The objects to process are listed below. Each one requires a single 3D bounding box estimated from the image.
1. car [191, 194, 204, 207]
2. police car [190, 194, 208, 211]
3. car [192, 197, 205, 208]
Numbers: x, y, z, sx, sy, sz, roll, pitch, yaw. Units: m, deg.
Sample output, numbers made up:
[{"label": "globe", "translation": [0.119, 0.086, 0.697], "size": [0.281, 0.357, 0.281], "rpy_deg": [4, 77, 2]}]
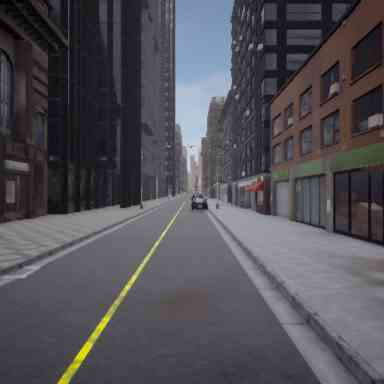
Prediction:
[{"label": "car", "translation": [0.898, 1.323, 56.250], "size": [2.150, 2.045, 5.566], "rpy_deg": [0, 0, 0]}, {"label": "police car", "translation": [0.900, 1.431, 40.329], "size": [1.930, 1.638, 5.238], "rpy_deg": [0, 0, 0]}, {"label": "car", "translation": [0.900, 1.552, 50.220], "size": [1.837, 1.490, 4.892], "rpy_deg": [0, 0, 0]}]
